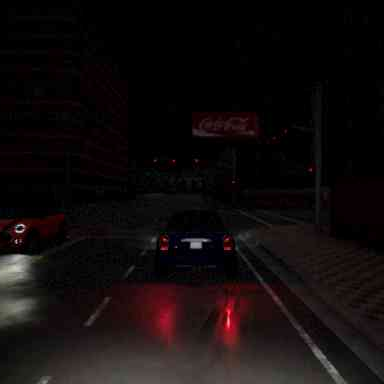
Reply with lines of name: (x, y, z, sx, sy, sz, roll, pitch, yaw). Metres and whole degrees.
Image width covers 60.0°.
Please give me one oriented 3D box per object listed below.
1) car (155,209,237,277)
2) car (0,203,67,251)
car: (0.098, 1.320, 10.322, 2.097, 1.767, 4.553, 0, 0, 0)
car: (-7.006, 1.307, 13.908, 2.097, 1.767, 4.553, 0, 0, 0)
